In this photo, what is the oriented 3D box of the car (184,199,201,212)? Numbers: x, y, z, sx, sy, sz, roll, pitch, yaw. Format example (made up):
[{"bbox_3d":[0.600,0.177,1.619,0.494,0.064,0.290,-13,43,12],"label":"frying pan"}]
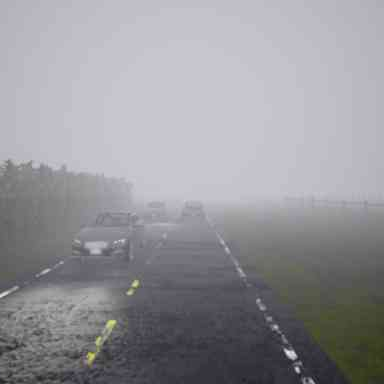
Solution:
[{"bbox_3d":[0.080,1.598,40.365,1.895,1.301,4.718,0,0,0],"label":"car"}]

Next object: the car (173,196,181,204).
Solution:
[{"bbox_3d":[-2.798,1.544,64.211,2.033,1.411,5.357,0,0,0],"label":"car"}]

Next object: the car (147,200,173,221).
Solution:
[{"bbox_3d":[-2.860,1.500,26.974,1.837,1.490,4.892,0,1,0],"label":"car"}]

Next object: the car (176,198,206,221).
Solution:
[{"bbox_3d":[0.087,1.488,26.818,2.128,1.511,4.902,0,0,0],"label":"car"}]

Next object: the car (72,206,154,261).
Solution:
[{"bbox_3d":[-2.846,1.490,12.271,2.128,1.511,4.902,0,0,0],"label":"car"}]
